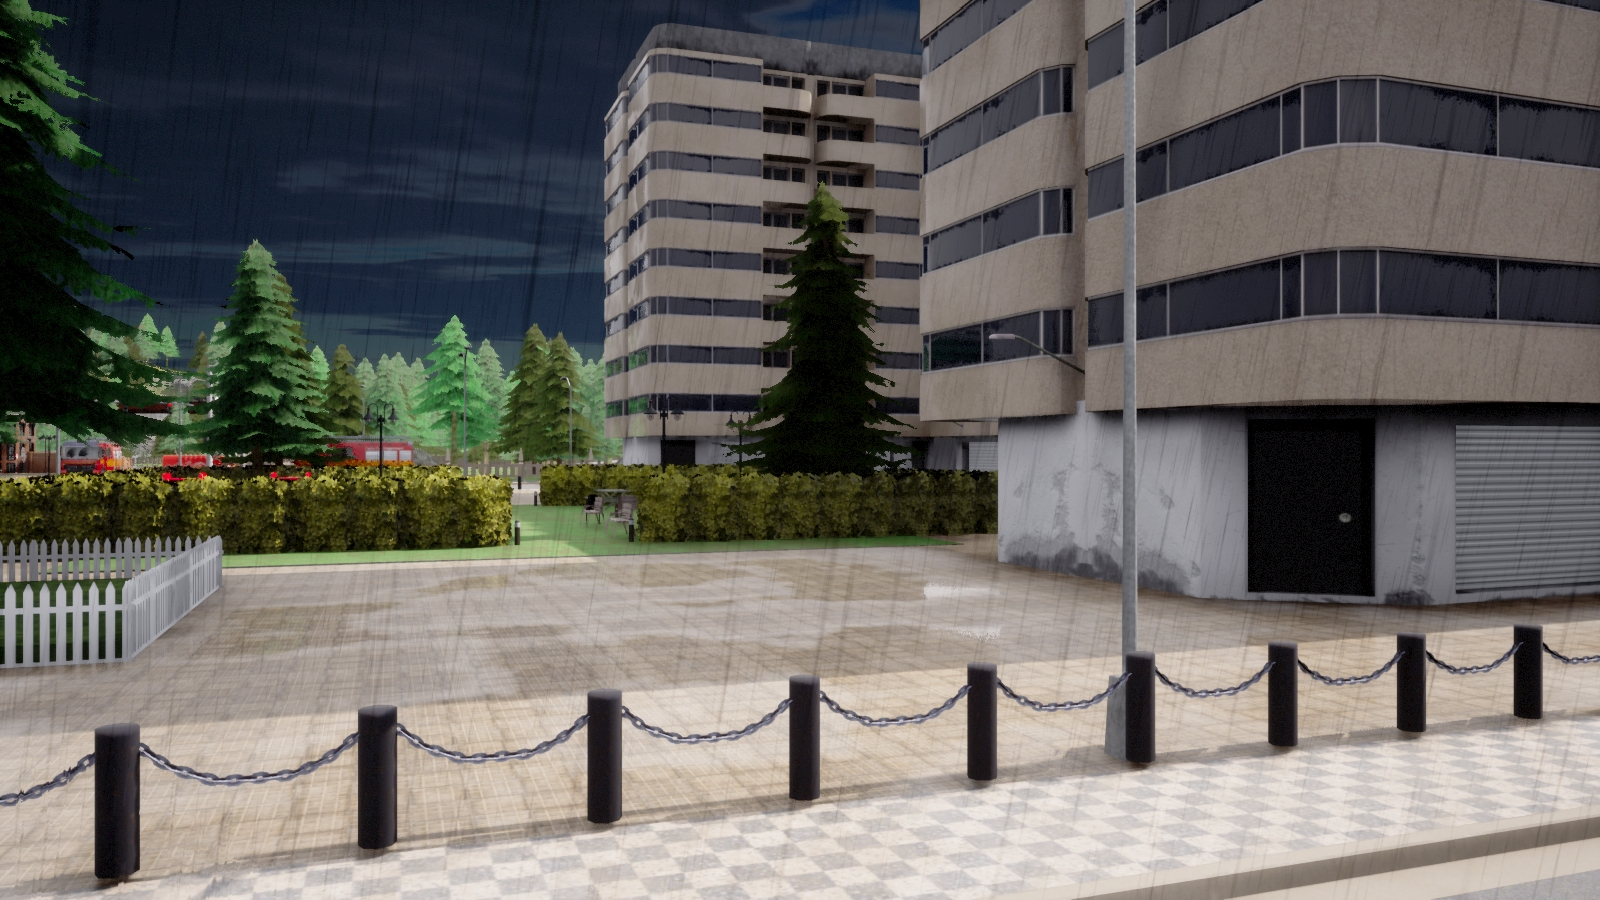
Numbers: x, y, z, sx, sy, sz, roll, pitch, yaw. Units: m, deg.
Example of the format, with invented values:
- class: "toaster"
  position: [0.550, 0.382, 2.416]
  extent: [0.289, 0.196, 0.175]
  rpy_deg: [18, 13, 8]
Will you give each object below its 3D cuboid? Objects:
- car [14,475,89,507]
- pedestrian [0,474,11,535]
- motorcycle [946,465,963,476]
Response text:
- class: "car"
  position: [-38.243, 2.063, 58.523]
  extent: [2.163, 1.488, 4.792]
  rpy_deg: [0, 0, -20]
- class: "pedestrian"
  position: [-24.712, 1.695, 35.432]
  extent: [0.375, 1.860, 0.375]
  rpy_deg: [0, 0, -27]
- class: "motorcycle"
  position: [16.084, 2.131, 119.009]
  extent: [0.803, 1.199, 2.033]
  rpy_deg: [0, 0, -20]
